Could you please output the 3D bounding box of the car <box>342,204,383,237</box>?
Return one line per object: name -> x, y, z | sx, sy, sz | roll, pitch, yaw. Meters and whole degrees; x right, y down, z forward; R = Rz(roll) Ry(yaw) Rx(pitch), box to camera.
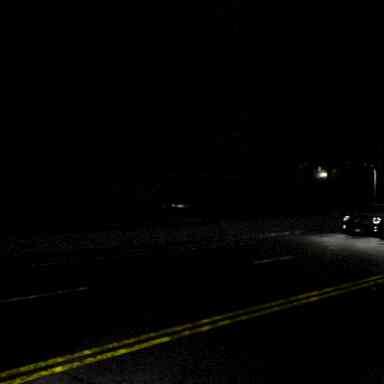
car -> 10.525, 1.460, 18.848 | 4.553, 1.767, 2.097 | 0, 0, -36
